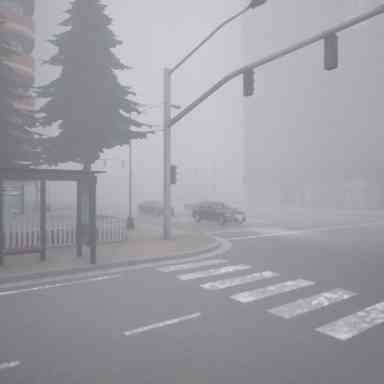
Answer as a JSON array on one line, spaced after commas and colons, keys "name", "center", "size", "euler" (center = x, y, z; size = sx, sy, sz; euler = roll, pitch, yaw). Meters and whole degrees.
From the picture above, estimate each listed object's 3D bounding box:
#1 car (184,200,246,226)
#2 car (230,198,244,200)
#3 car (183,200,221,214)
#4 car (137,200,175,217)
[{"name": "car", "center": [1.847, 1.546, 24.238], "size": [2.128, 1.511, 4.902], "euler": [0, 0, -34]}, {"name": "car", "center": [2.078, 1.531, 30.030], "size": [1.882, 1.535, 5.008], "euler": [0, 0, -35]}, {"name": "car", "center": [1.037, 1.654, 37.827], "size": [1.895, 1.301, 4.718], "euler": [0, 0, -36]}, {"name": "car", "center": [-3.495, 1.532, 31.845], "size": [1.882, 1.535, 5.008], "euler": [0, 0, -35]}]
